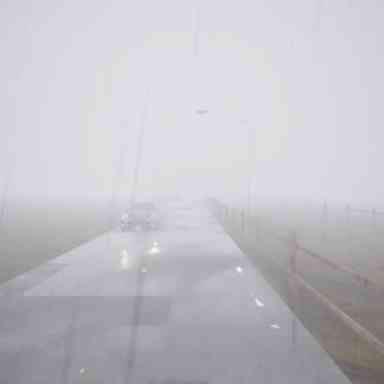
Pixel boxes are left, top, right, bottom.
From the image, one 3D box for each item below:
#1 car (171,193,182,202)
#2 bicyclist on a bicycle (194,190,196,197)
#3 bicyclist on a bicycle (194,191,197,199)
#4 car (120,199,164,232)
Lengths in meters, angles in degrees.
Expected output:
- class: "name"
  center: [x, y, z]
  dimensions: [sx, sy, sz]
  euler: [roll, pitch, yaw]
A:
- class: "car"
  center: [-2.777, 0.993, 61.122]
  dimensions: [1.882, 1.535, 5.008]
  euler: [0, 1, 1]
- class: "bicyclist on a bicycle"
  center: [0.768, 0.436, 83.430]
  dimensions: [0.659, 1.776, 1.843]
  euler: [0, 2, 0]
- class: "bicyclist on a bicycle"
  center: [0.767, 0.641, 74.434]
  dimensions: [0.659, 1.776, 1.843]
  euler: [0, 1, 0]
- class: "car"
  center: [-2.846, 1.333, 19.843]
  dimensions: [2.097, 1.767, 4.553]
  euler: [0, 0, 0]
